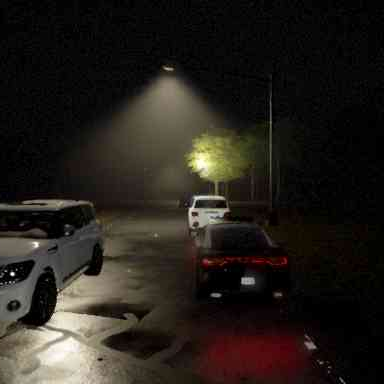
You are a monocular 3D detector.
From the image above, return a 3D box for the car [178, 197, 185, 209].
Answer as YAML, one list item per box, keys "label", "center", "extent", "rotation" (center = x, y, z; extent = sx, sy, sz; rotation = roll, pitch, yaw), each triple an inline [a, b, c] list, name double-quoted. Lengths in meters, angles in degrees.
- label: "car"
  center: [-0.795, 1.643, 46.152]
  extent: [1.994, 1.385, 4.181]
  rotation: [0, 0, -1]

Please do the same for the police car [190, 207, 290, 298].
- label: "police car"
  center: [1.006, 1.428, 8.679]
  extent: [1.930, 1.638, 5.238]
  rotation: [0, 0, 0]

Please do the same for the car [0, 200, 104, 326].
- label: "car"
  center: [-3.558, 1.226, 7.406]
  extent: [2.150, 2.045, 5.566]
  rotation: [0, 0, -1]

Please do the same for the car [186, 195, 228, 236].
- label: "car"
  center: [0.897, 1.244, 18.625]
  extent: [2.150, 2.045, 5.566]
  rotation: [0, 0, -1]

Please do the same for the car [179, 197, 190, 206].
- label: "car"
  center: [-1.337, 1.624, 59.853]
  extent: [1.837, 1.490, 4.892]
  rotation: [-1, 0, -3]
